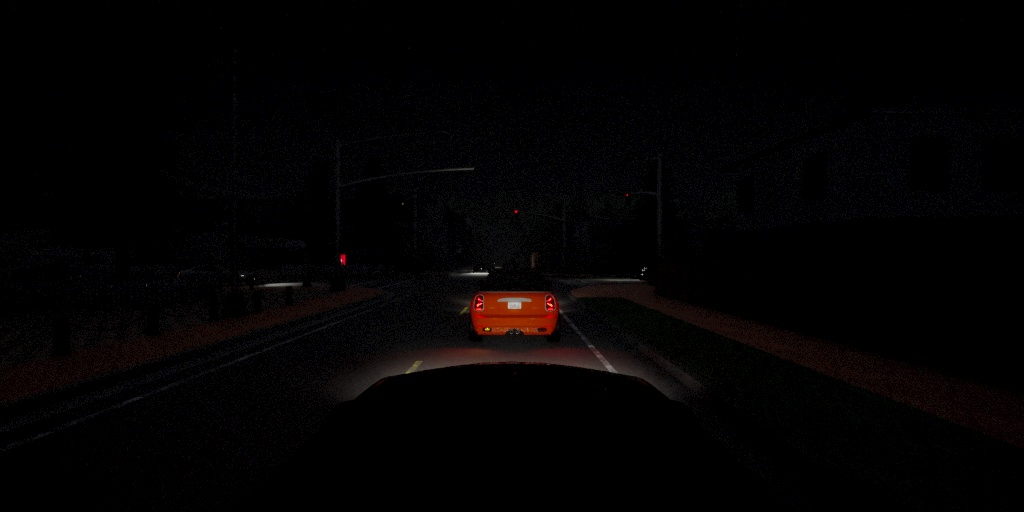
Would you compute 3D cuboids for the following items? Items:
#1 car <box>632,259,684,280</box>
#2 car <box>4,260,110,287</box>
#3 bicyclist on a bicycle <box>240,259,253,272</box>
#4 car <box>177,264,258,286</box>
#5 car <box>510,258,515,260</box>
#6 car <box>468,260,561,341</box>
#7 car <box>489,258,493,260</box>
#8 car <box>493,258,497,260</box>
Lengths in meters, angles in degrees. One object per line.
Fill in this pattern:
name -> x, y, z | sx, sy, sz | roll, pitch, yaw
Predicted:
car -> 12.524, 1.083, 30.168 | 4.553, 1.767, 2.097 | 0, 0, -7
car -> -30.190, 1.243, 24.149 | 5.008, 1.535, 1.882 | 0, 0, -1
bicyclist on a bicycle -> -23.575, 1.066, 31.823 | 0.582, 1.620, 1.656 | 0, 0, -2
car -> -20.010, 1.291, 24.465 | 4.674, 1.442, 1.812 | 0, 0, -2
car -> -0.043, 1.241, 40.440 | 2.128, 1.511, 4.902 | 0, 0, 1
car -> 0.067, 1.102, 9.977 | 2.097, 1.767, 4.553 | 0, 0, 0
car -> -3.619, 1.314, 44.326 | 1.994, 1.385, 4.181 | 0, 0, 0
car -> -3.620, 1.314, 54.294 | 1.994, 1.385, 4.181 | 0, 0, 0
